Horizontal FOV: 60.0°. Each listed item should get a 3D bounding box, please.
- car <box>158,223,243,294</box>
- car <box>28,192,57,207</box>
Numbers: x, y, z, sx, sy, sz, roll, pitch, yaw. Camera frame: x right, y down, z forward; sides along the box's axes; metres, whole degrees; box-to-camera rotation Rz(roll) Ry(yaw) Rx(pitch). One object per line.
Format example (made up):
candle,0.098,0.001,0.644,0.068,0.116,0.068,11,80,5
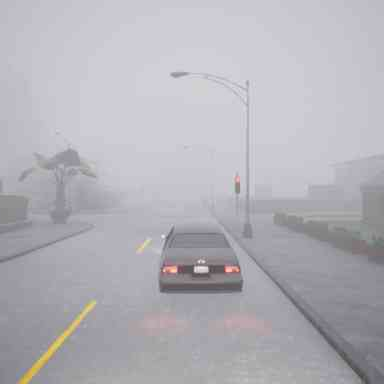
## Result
car,0.111,1.546,8.948,2.033,1.411,5.357,0,0,-2
car,-19.770,0.979,43.858,1.905,1.878,3.866,0,0,35
